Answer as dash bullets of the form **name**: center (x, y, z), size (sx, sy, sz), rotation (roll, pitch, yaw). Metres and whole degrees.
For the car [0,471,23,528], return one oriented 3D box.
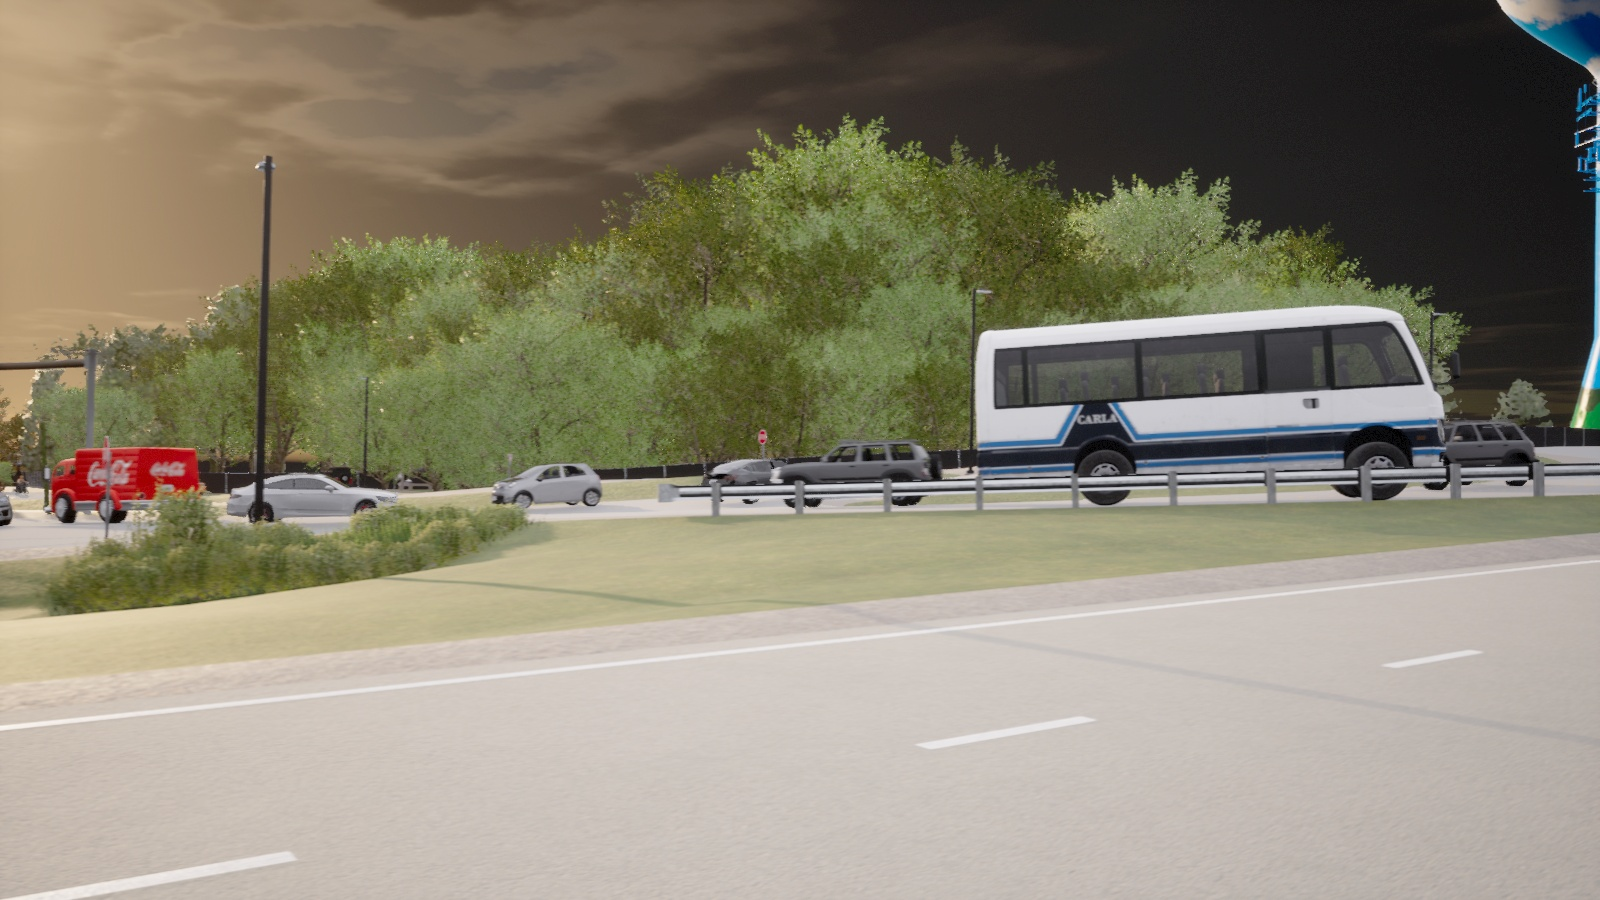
- **car**: center (-25.807, 1.532, 37.752), size (4.611, 1.667, 2.242), rotation (-2, -2, 30)

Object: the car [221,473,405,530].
- **car**: center (-14.006, 1.468, 36.347), size (4.674, 1.442, 1.812), rotation (-1, 0, -11)

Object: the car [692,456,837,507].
- **car**: center (-1.182, 1.037, 43.504), size (4.792, 1.488, 2.163), rotation (-3, 1, -44)

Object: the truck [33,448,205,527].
- **truck**: center (-22.726, 1.290, 41.886), size (5.204, 2.467, 2.627), rotation (-2, -2, 29)

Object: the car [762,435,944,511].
- **car**: center (1.468, 0.645, 34.398), size (4.605, 1.855, 1.932), rotation (-2, -2, 15)

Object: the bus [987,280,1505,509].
- **bus**: center (9.762, -0.998, 28.804), size (10.273, 4.253, 3.944), rotation (-3, -3, 15)

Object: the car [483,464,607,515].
- **car**: center (-8.589, 1.284, 42.415), size (3.633, 1.501, 1.845), rotation (-2, 1, -36)

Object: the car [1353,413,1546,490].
- **car**: center (17.241, 0.026, 33.351), size (4.605, 1.855, 1.932), rotation (-2, 0, -21)
